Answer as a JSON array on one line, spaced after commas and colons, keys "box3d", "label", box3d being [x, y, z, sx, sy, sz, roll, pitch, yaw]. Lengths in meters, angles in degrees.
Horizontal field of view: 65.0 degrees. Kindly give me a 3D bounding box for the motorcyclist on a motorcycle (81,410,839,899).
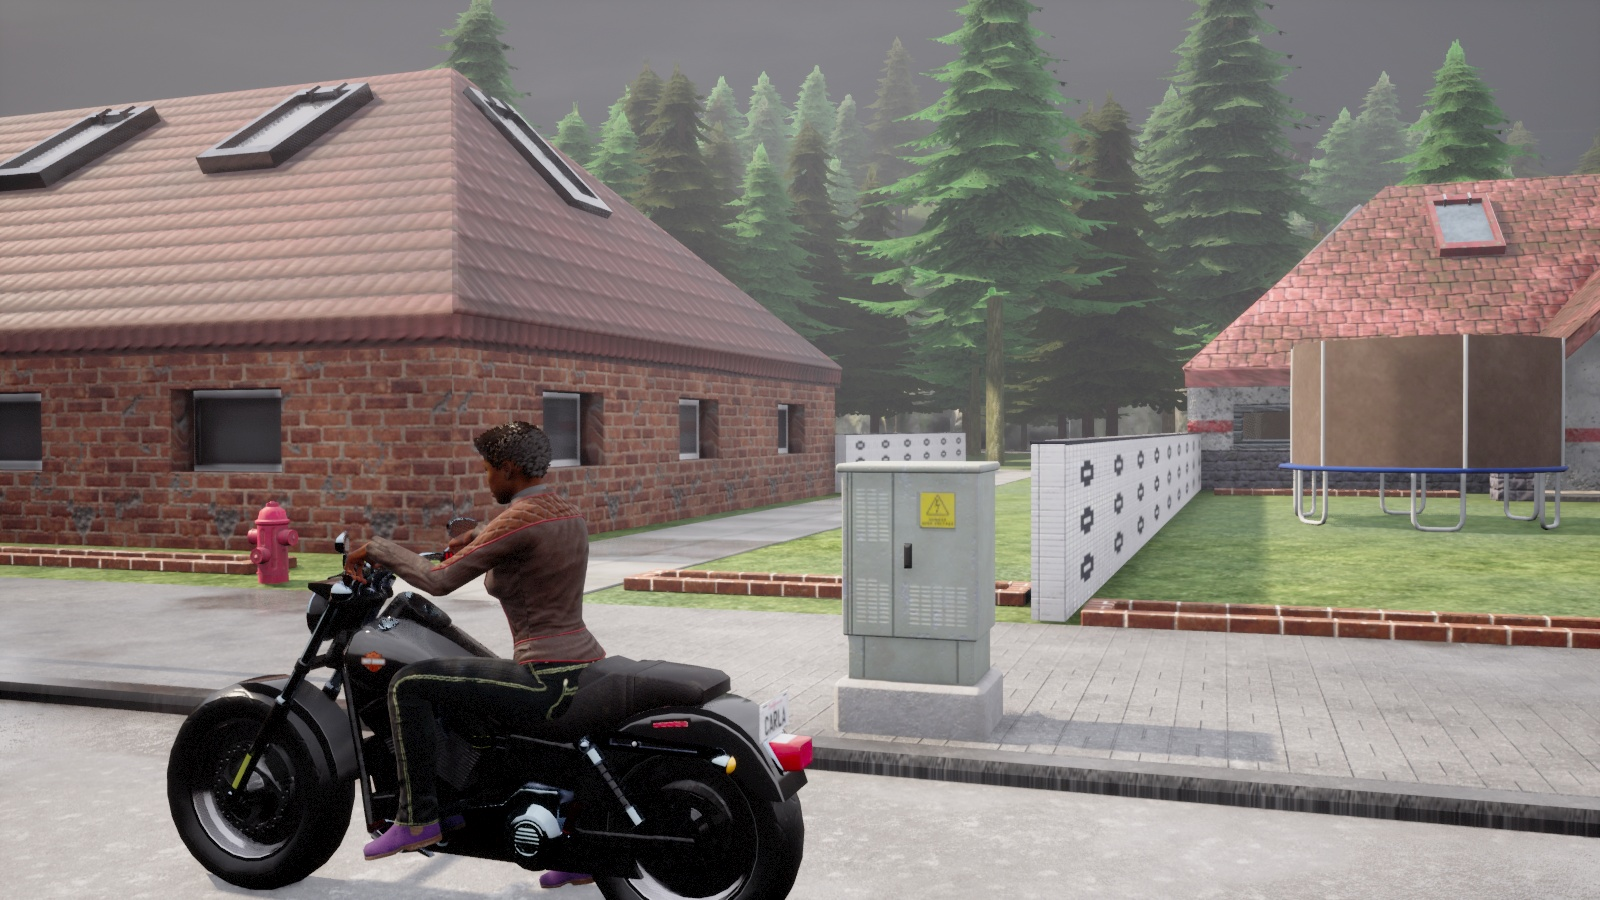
[{"box3d": [-1.109, 0.707, 4.093, 2.350, 1.649, 0.766, 0, 1, 19], "label": "motorcyclist on a motorcycle"}]
